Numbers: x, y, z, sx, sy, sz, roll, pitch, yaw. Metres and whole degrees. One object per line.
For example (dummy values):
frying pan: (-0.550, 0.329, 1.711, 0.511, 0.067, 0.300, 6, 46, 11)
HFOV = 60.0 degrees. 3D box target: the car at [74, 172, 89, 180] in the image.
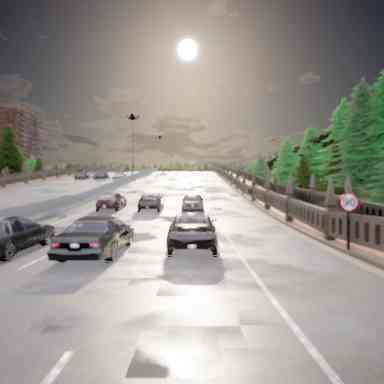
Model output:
car: (-20.751, -3.044, 62.837, 1.837, 1.490, 4.892, 0, 7, 1)

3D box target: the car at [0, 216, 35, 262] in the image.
car: (-6.986, 1.605, 12.446, 2.033, 1.411, 5.357, 0, 1, 0)

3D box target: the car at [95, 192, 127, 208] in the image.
car: (-6.907, 0.762, 28.563, 1.812, 1.442, 4.674, 0, 5, 1)

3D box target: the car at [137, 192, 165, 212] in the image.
car: (-3.414, 0.759, 28.152, 2.128, 1.511, 4.902, 0, 5, 1)

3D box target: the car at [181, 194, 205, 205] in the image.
car: (0.069, 0.882, 27.240, 2.033, 1.411, 5.357, 0, 5, 1)

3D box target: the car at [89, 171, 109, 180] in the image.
car: (-17.263, -3.215, 62.981, 2.097, 1.767, 4.553, 0, 6, 1)

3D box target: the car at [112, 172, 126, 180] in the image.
car: (-13.764, -3.045, 62.961, 1.812, 1.442, 4.674, 0, 7, 1)

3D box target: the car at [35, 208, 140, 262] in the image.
car: (-3.489, 1.602, 12.417, 2.033, 1.411, 5.357, 0, 1, 0)

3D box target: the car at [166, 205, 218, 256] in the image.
car: (0.025, 1.527, 13.383, 2.128, 1.511, 4.902, 0, 1, 1)
